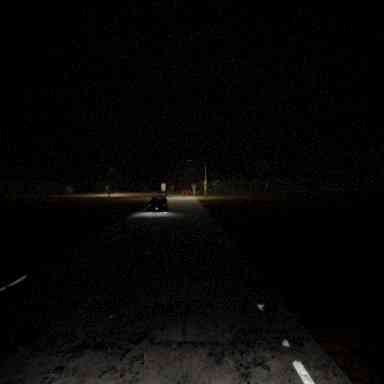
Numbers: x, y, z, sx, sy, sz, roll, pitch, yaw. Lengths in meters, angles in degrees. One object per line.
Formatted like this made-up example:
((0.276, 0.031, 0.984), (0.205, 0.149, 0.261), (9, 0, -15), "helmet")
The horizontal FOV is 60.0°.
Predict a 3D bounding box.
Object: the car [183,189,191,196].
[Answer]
((-1.147, 0.099, 75.569), (1.882, 1.535, 5.008), (0, 1, -1), "car")

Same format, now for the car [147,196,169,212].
((-3.238, 1.094, 32.787), (2.033, 1.411, 5.357), (0, 1, -1), "car")
